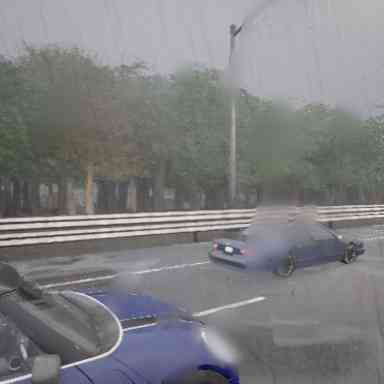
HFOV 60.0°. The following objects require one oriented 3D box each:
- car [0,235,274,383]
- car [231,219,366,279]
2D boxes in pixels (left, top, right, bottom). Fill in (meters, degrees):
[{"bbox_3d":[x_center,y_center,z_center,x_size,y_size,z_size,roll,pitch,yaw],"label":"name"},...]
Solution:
[{"bbox_3d":[-1.767,1.344,2.459,4.553,1.767,2.097,0,0,-36],"label":"car"},{"bbox_3d":[3.043,1.554,10.105,5.357,1.411,2.033,0,0,-34],"label":"car"}]
